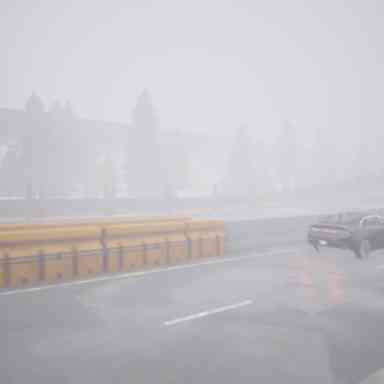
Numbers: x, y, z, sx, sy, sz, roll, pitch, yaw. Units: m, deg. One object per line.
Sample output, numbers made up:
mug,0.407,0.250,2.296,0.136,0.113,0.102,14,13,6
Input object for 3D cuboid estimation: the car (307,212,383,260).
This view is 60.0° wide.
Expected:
car,6.466,1.544,12.757,4.902,1.511,2.128,1,0,-35
